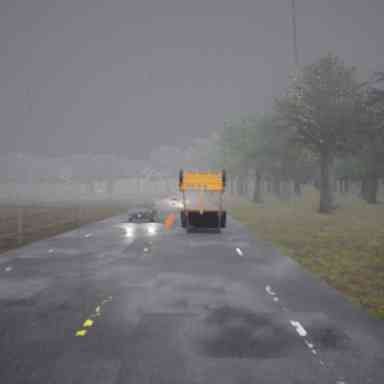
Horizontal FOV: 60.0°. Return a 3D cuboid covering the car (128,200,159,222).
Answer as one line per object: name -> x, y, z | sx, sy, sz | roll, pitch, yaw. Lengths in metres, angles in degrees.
car -> -3.598, 1.401, 25.222 | 1.837, 1.490, 4.892 | 0, 0, 0

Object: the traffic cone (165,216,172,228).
traffic cone -> -1.486, 1.874, 19.905 | 0.340, 0.580, 0.340 | 0, 0, 0

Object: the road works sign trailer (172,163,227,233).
road works sign trailer -> 0.533, 0.863, 16.352 | 2.380, 3.560, 2.880 | 0, 45, 4

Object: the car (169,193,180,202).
car -> -3.509, 1.049, 66.580 | 2.097, 1.767, 4.553 | 0, 0, 0
